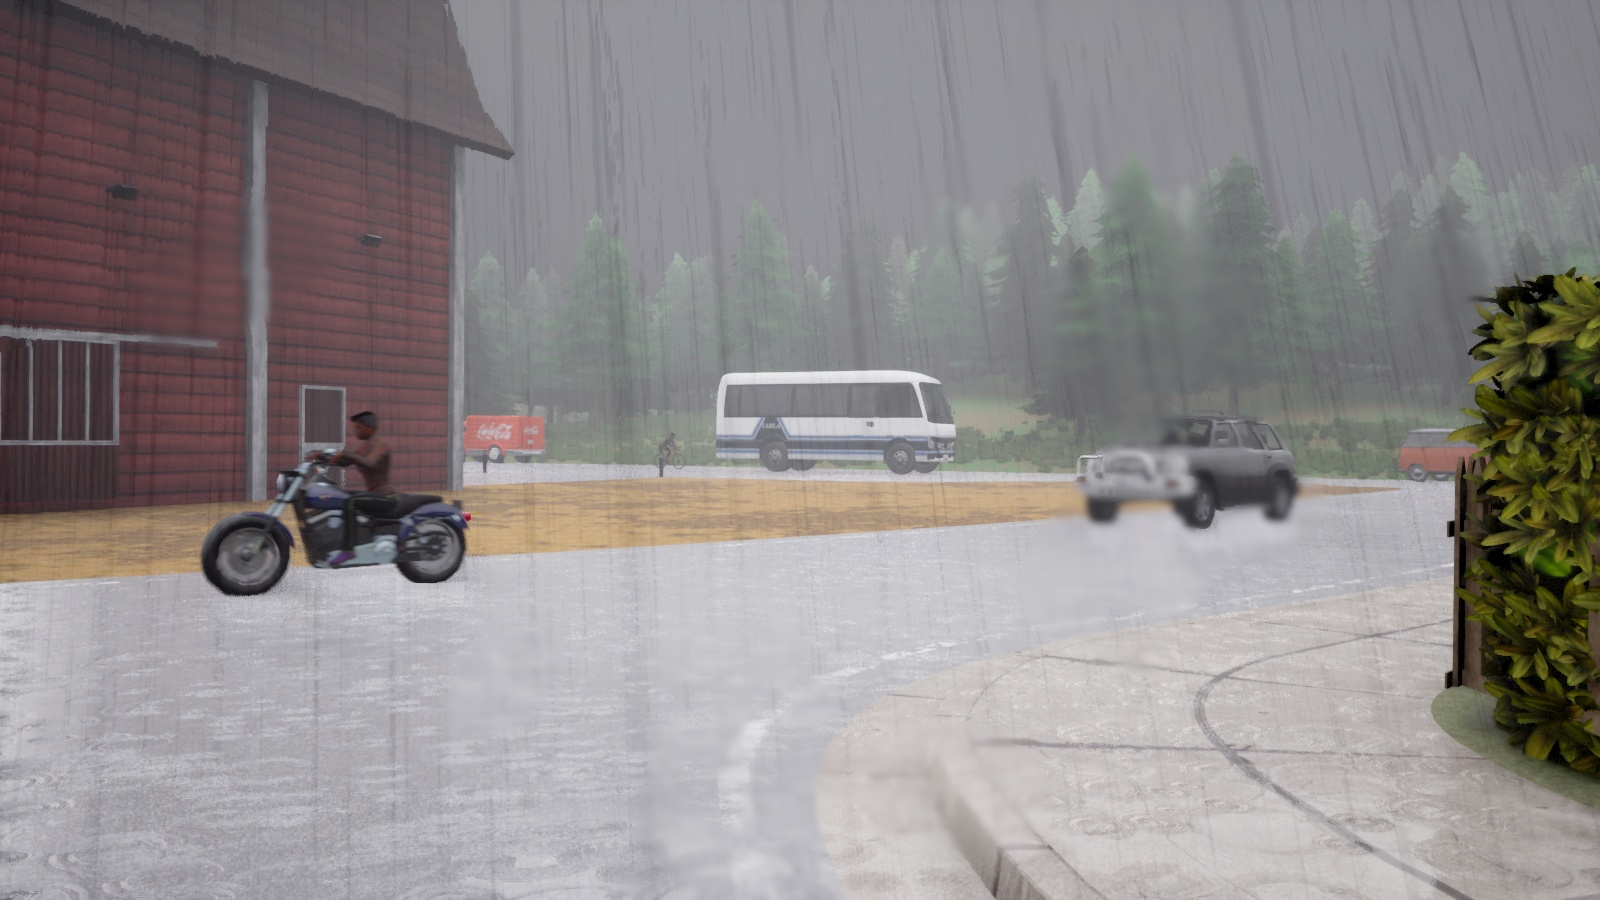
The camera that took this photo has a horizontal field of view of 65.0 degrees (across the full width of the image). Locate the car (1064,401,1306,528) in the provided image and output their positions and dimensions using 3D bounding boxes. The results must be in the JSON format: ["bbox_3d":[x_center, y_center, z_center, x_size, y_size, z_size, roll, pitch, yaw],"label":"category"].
[{"bbox_3d":[6.431,0.174,20.662,1.932,1.855,4.605,0,1,44],"label":"car"}]

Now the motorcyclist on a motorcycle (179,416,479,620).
[{"bbox_3d":[-4.151,0.531,11.203,2.350,1.649,0.766,-1,1,-38],"label":"motorcyclist on a motorcycle"}]

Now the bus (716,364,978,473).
[{"bbox_3d":[1.927,-1.214,52.817,10.273,4.253,3.944,0,1,26],"label":"bus"}]

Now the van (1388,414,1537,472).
[{"bbox_3d":[23.833,-0.229,45.299,1.775,1.987,4.442,0,0,-34],"label":"van"}]

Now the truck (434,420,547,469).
[{"bbox_3d":[-16.132,-0.259,65.442,5.204,2.467,2.627,0,1,26],"label":"truck"}]

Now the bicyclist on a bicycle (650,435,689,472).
[{"bbox_3d":[-5.874,0.157,56.603,1.656,1.620,0.582,0,1,26],"label":"bicyclist on a bicycle"}]
